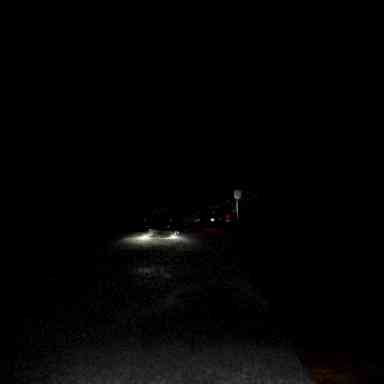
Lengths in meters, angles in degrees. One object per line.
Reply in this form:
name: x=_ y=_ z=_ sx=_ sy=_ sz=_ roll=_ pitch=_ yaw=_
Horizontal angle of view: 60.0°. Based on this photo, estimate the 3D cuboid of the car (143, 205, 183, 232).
car: x=-1.716 y=1.569 z=21.036 sx=1.882 sy=1.535 sz=5.008 roll=0 pitch=-1 yaw=6

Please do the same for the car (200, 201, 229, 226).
car: x=1.627 y=1.653 z=24.718 sx=1.837 sy=1.490 sz=4.892 roll=0 pitch=-1 yaw=6

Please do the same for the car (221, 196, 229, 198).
car: x=6.375 y=1.630 z=65.276 sx=2.097 sy=1.767 sz=4.553 roll=2 pitch=2 yaw=15

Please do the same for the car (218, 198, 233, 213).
car: x=4.201 y=1.906 z=42.598 sx=2.128 sy=1.511 sz=4.902 roll=0 pitch=-1 yaw=10
